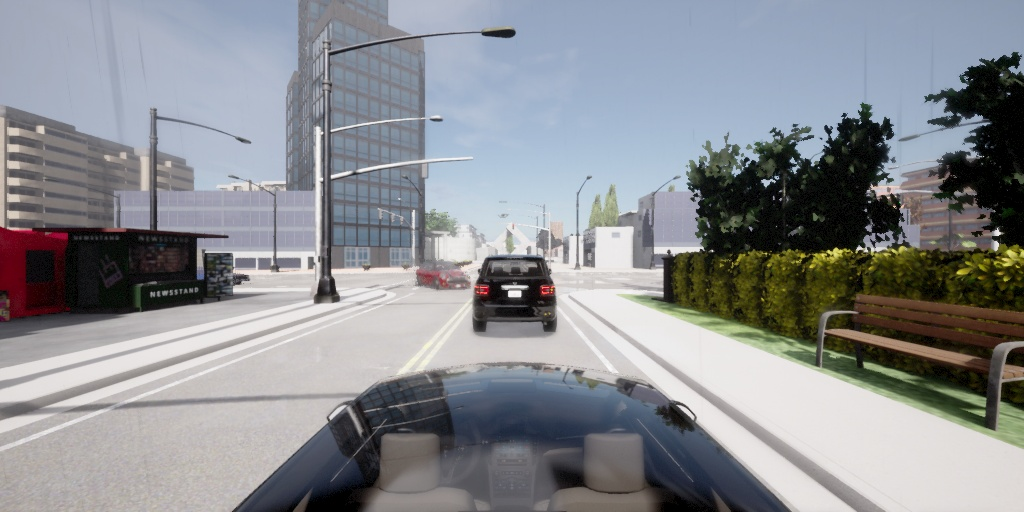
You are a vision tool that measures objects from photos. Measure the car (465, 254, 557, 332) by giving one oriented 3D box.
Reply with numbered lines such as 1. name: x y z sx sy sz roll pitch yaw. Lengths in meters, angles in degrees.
1. car: 0.082 0.971 10.991 2.150 2.045 5.566 0 0 0

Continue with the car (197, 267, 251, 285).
1. car: -22.216 1.468 26.059 5.357 1.411 2.033 -1 0 -1

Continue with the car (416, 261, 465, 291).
1. car: -4.306 1.122 22.264 2.097 1.767 4.553 -1 0 -35
